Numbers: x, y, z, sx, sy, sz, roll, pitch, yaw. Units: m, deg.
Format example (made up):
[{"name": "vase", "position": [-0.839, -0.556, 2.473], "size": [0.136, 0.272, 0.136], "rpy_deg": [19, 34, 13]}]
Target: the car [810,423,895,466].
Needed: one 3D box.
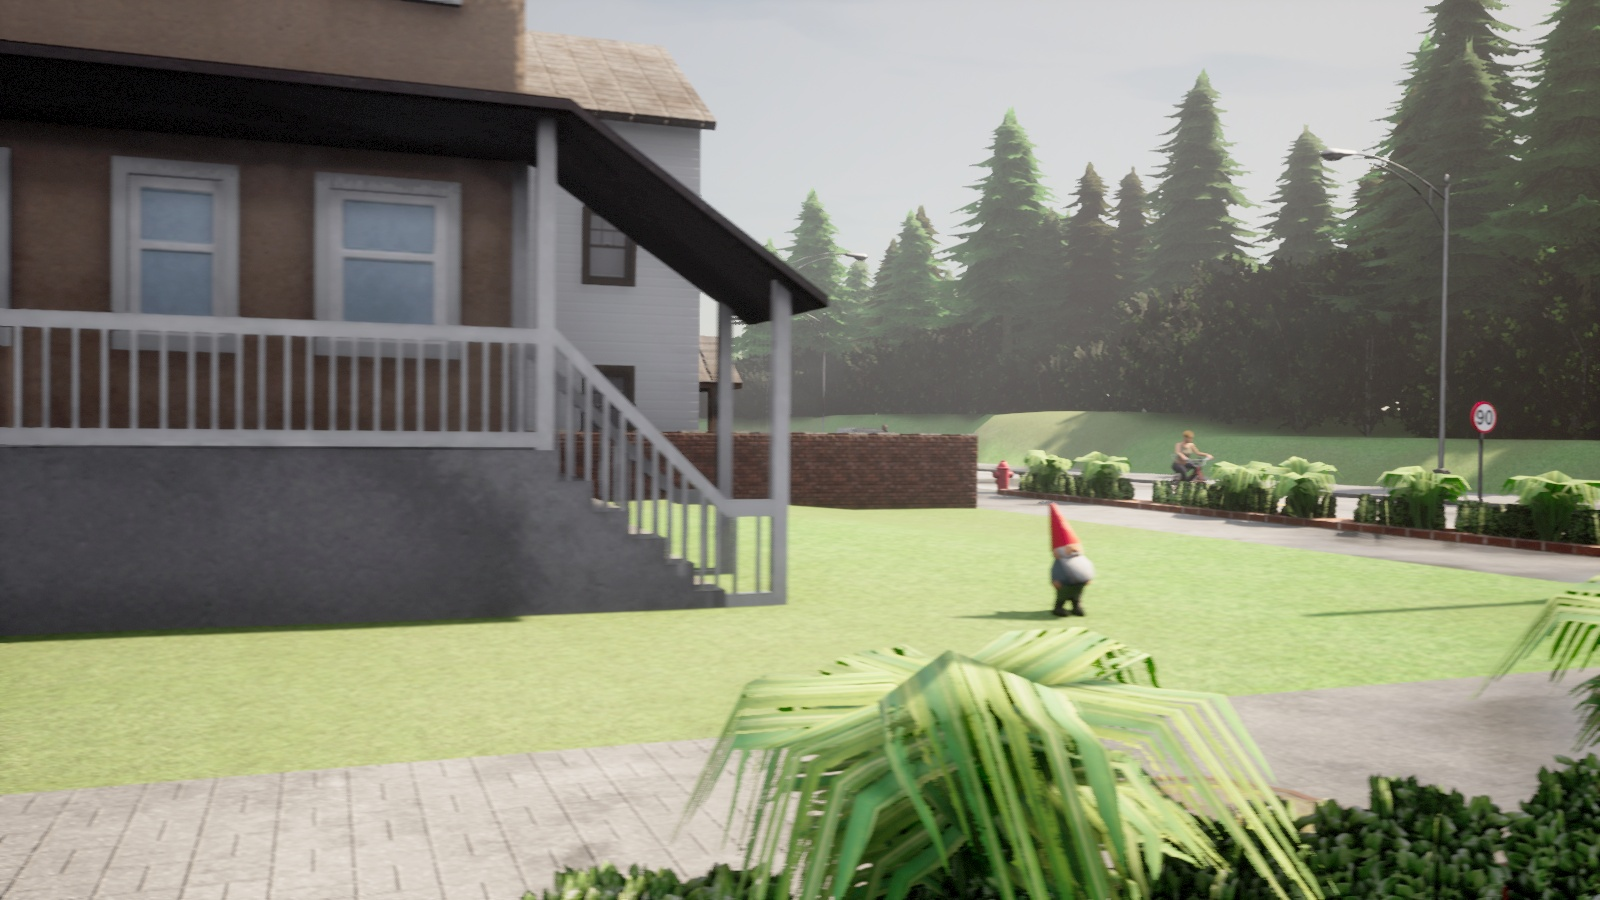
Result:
[{"name": "car", "position": [2.249, -0.267, 55.243], "size": [2.097, 1.767, 4.553], "rpy_deg": [-1, 1, -21]}]

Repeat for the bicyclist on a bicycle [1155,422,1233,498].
[{"name": "bicyclist on a bicycle", "position": [8.553, 0.197, 27.321], "size": [0.866, 1.612, 1.509], "rpy_deg": [-1, 1, -21]}]
